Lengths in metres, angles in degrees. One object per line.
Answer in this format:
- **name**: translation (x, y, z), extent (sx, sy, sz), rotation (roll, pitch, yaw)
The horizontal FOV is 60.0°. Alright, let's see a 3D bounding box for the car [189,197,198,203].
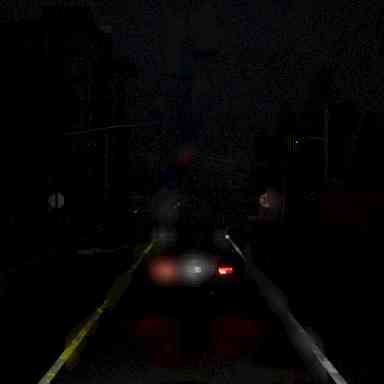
- **car**: translation (0.251, 1.601, 69.621), extent (1.895, 1.301, 4.718), rotation (0, 0, 0)

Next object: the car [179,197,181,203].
- **car**: translation (-3.453, 1.601, 58.215), extent (1.895, 1.301, 4.718), rotation (0, 0, 0)

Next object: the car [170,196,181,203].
- **car**: translation (-3.352, 1.547, 68.862), extent (2.033, 1.411, 5.357), rotation (0, 0, 0)

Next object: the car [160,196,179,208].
- **car**: translation (-3.491, 1.491, 48.279), extent (2.128, 1.511, 4.902), rotation (0, 0, 0)

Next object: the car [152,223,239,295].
- **car**: translation (0.078, 1.547, 8.849), extent (2.033, 1.411, 5.357), rotation (0, 0, 0)
